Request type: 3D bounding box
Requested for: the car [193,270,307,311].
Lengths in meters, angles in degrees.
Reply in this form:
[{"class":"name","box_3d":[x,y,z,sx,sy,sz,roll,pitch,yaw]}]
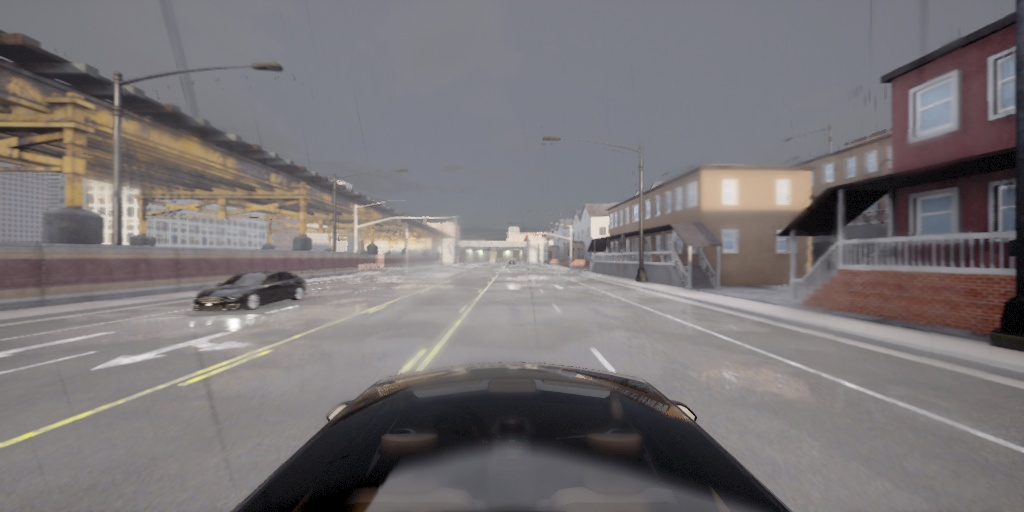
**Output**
[{"class":"car","box_3d":[-10.501,1.374,14.838,1.837,1.490,4.892,0,1,0]}]
